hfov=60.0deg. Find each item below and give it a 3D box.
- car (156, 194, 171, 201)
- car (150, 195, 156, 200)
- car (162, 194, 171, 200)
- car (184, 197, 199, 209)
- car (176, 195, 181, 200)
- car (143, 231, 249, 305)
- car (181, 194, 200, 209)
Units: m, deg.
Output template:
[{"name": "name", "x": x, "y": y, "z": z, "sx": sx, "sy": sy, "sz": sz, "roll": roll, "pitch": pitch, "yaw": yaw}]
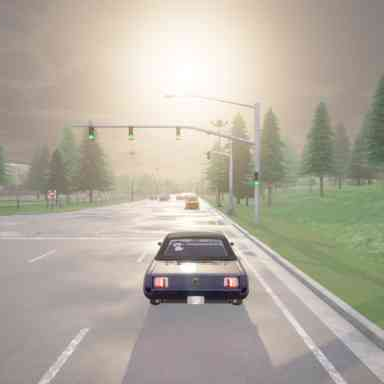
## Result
[{"name": "car", "x": -6.886, "y": 1.531, "z": 80.321, "sx": 2.033, "sy": 1.411, "sz": 5.357, "roll": 0, "pitch": 0, "yaw": 0}, {"name": "car", "x": -10.370, "y": 1.540, "z": 91.159, "sx": 2.033, "sy": 1.411, "sz": 5.357, "roll": 0, "pitch": 0, "yaw": 0}, {"name": "car", "x": -6.871, "y": 1.372, "z": 90.741, "sx": 2.033, "sy": 1.411, "sz": 5.357, "roll": 0, "pitch": 0, "yaw": 0}, {"name": "car", "x": -0.030, "y": 1.577, "z": 49.692, "sx": 2.033, "sy": 1.411, "sz": 5.357, "roll": 0, "pitch": 1, "yaw": 2}, {"name": "car", "x": -3.370, "y": 1.553, "z": 91.149, "sx": 1.994, "sy": 1.385, "sz": 4.181, "roll": 0, "pitch": 0, "yaw": 0}, {"name": "car", "x": 0.090, "y": 1.601, "z": 8.024, "sx": 1.895, "sy": 1.301, "sz": 4.718, "roll": 0, "pitch": 0, "yaw": 0}, {"name": "car", "x": -0.086, "y": 1.097, "z": 46.150, "sx": 1.882, "sy": 1.535, "sz": 5.008, "roll": -3, "pitch": 16, "yaw": -4}]
